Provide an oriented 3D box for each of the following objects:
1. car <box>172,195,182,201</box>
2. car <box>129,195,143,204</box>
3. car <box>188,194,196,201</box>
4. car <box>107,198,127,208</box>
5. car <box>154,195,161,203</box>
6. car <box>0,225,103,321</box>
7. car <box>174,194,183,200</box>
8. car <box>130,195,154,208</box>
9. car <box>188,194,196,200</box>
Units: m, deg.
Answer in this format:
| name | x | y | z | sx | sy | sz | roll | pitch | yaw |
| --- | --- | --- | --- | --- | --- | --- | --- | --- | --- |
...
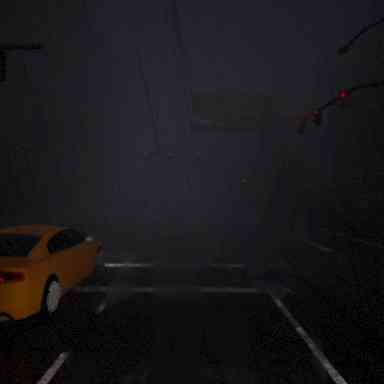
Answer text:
| name | x | y | z | sx | sy | sz | roll | pitch | yaw |
| --- | --- | --- | --- | --- | --- | --- | --- | --- | --- |
| car | -3.506 | 1.354 | 74.767 | 2.128 | 1.511 | 4.902 | 0 | 0 | 0 |
| car | -10.526 | 1.336 | 63.031 | 1.882 | 1.535 | 5.008 | 0 | 0 | 1 |
| car | -0.006 | 1.425 | 74.535 | 1.895 | 1.301 | 4.718 | 0 | 0 | 0 |
| car | -10.582 | 1.495 | 46.990 | 1.895 | 1.301 | 4.718 | 0 | 0 | 0 |
| car | -7.035 | 1.336 | 63.149 | 1.882 | 1.535 | 5.008 | 0 | 0 | 1 |
| car | -3.412 | 1.461 | 7.369 | 1.882 | 1.535 | 5.008 | 0 | 0 | 0 |
| car | -3.507 | 1.311 | 83.570 | 1.994 | 1.385 | 4.181 | 0 | 0 | -6 |
| car | -7.081 | 1.372 | 47.286 | 1.882 | 1.535 | 5.008 | 0 | 1 | 0 |
| car | -0.007 | 1.285 | 83.572 | 2.128 | 1.511 | 4.902 | 0 | 0 | 0 |
